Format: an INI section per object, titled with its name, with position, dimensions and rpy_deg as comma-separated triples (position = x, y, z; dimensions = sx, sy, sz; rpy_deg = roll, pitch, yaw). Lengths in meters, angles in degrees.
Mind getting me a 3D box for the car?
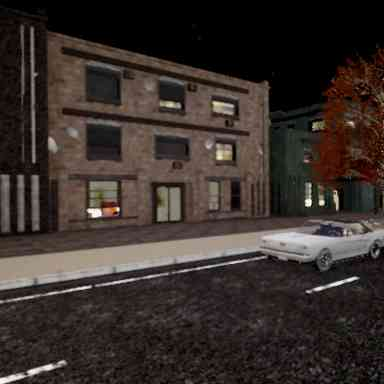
[car]
position = 4.384, 1.570, 10.806
dimensions = 4.718, 1.301, 1.895
rpy_deg = 0, 0, -36
